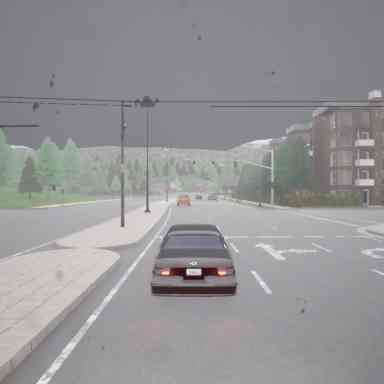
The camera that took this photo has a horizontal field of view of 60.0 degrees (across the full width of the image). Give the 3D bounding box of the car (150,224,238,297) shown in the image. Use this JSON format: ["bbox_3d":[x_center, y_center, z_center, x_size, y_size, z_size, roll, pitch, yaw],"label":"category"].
[{"bbox_3d":[0.042,1.547,8.758,2.033,1.411,5.357,0,0,0],"label":"car"}]

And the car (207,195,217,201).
[{"bbox_3d":[5.478,1.539,85.374,2.033,1.411,5.357,0,0,0],"label":"car"}]

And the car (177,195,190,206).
[{"bbox_3d":[-1.358,1.352,54.503,2.097,1.767,4.553,0,0,-1],"label":"car"}]

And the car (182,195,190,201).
[{"bbox_3d":[-1.522,1.523,85.328,1.812,1.442,4.674,0,0,0],"label":"car"}]

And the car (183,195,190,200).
[{"bbox_3d":[-1.546,1.571,95.643,1.895,1.301,4.718,0,0,0],"label":"car"}]
